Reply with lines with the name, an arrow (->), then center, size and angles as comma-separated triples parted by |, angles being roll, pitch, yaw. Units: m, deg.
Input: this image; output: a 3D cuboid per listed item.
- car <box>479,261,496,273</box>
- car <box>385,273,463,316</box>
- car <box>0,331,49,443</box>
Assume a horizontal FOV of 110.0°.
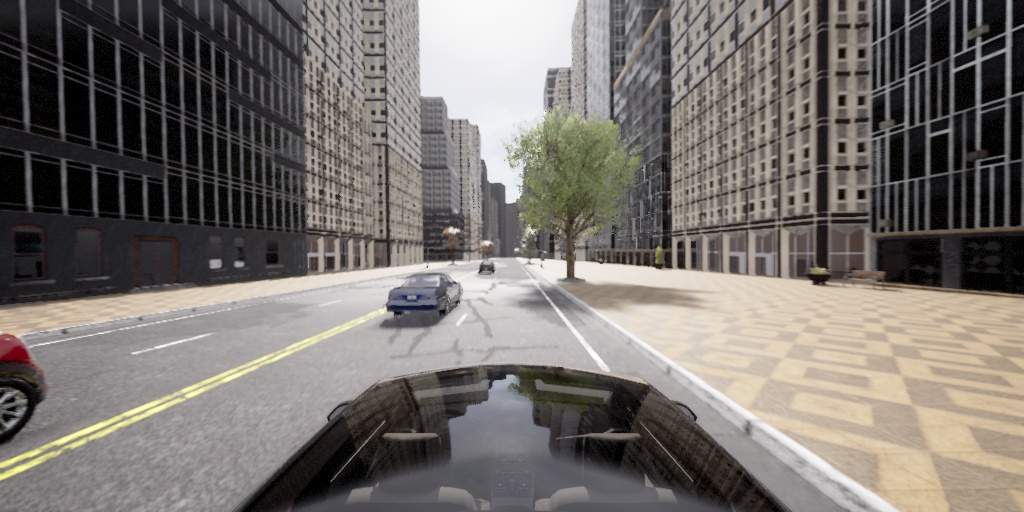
car -> -3.014, 1.318, 44.033 | 1.812, 1.442, 4.674 | -1, 0, 0
car -> -3.120, 1.336, 13.707 | 2.033, 1.411, 5.357 | -1, 0, 0
car -> -6.608, 1.180, 2.243 | 2.097, 1.767, 4.553 | -1, 0, 0
